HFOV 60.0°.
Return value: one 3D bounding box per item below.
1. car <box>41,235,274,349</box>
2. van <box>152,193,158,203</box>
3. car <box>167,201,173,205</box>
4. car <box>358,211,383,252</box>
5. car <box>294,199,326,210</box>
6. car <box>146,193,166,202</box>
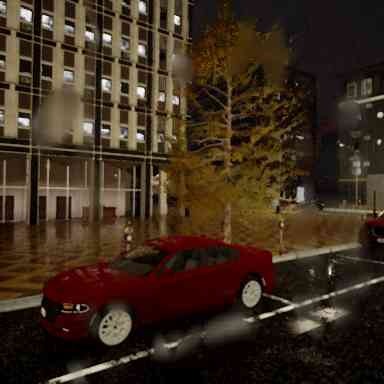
[{"bbox_3d":[-0.390,1.547,6.271,4.507,1.381,1.887,0,1,-36],"label":"car"},{"bbox_3d":[-5.026,1.148,55.936,1.690,1.788,3.998,2,-1,-36],"label":"van"},{"bbox_3d":[-1.740,1.136,51.362,2.192,1.841,5.009,2,-1,-36],"label":"car"},{"bbox_3d":[8.426,1.324,12.661,5.009,1.841,2.192,0,1,-36],"label":"car"},{"bbox_3d":[14.917,1.594,42.530,1.947,1.339,4.313,2,-1,-36],"label":"car"},{"bbox_3d":[-8.079,1.244,74.545,2.192,1.841,5.009,1,-1,-36],"label":"car"}]
